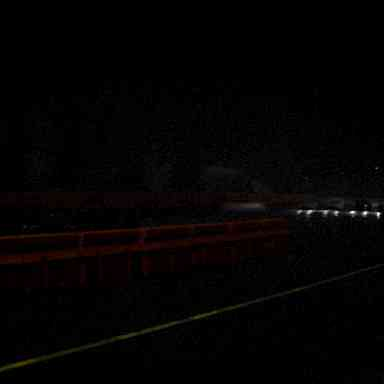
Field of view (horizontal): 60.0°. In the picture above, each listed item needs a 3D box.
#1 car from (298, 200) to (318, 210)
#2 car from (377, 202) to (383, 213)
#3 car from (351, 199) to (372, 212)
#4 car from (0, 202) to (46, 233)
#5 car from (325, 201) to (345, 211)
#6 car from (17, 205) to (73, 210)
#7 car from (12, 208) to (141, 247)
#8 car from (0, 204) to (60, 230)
[{"bbox_3d":[17.732,1.995,50.487,1.812,1.442,4.674,0,0,38],"label":"car"},{"bbox_3d":[25.820,2.026,43.801,1.994,1.385,4.181,0,0,38],"label":"car"},{"bbox_3d":[24.391,1.836,47.697,2.097,1.767,4.553,0,-1,37],"label":"car"},{"bbox_3d":[-10.096,1.435,18.410,4.553,1.767,2.097,1,-1,-36],"label":"car"},{"bbox_3d":[21.263,2.006,49.327,1.812,1.442,4.674,0,0,37],"label":"car"},{"bbox_3d":[-5.955,1.586,17.099,4.902,1.511,2.128,1,0,-38],"label":"car"},{"bbox_3d":[-4.471,1.584,13.840,4.892,1.490,1.837,1,0,-37],"label":"car"},{"bbox_3d":[-11.490,1.577,21.697,5.008,1.535,1.882,1,0,-37],"label":"car"}]
